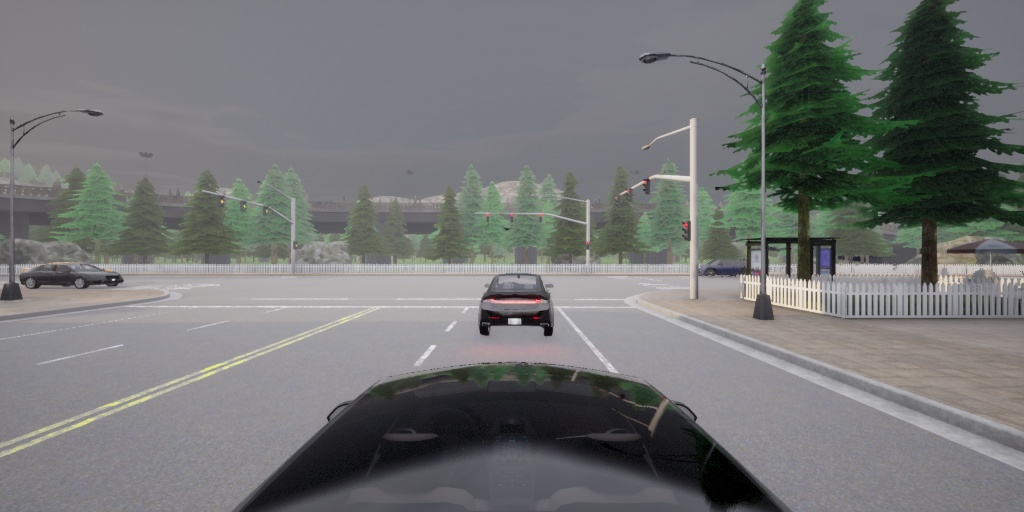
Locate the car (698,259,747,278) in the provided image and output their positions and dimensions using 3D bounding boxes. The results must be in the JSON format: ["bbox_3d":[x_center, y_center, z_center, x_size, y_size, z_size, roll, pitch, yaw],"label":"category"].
[{"bbox_3d":[18.831,1.046,32.376,4.553,1.767,2.097,0,0,1],"label":"car"}]

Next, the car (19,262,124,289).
[{"bbox_3d":[-26.753,1.199,21.863,4.892,1.490,1.837,0,0,0],"label":"car"}]

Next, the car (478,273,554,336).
[{"bbox_3d":[0.181,1.242,10.394,2.128,1.511,4.902,0,0,3],"label":"car"}]

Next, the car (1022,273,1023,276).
[{"bbox_3d":[46.279,1.242,29.318,5.357,1.411,2.033,0,0,20],"label":"car"}]
